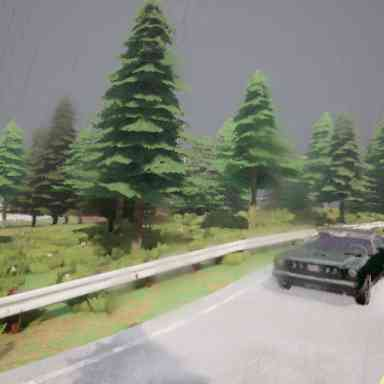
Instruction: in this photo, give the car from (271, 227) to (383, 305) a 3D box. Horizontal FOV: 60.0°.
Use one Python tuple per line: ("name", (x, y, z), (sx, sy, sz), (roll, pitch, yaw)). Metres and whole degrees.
("car", (3.790, 1.624, 8.460), (1.895, 1.301, 4.718), (1, 0, 38))
